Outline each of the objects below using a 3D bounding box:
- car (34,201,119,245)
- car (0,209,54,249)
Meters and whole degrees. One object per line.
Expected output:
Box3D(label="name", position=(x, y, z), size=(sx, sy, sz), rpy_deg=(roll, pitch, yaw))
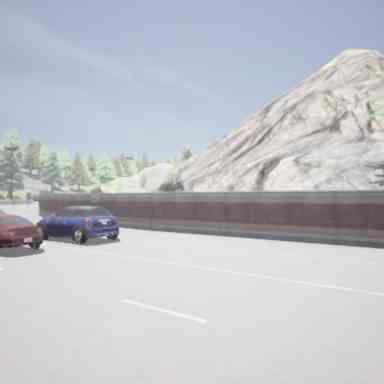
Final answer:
Box3D(label="car", position=(-5.777, 1.484, 16.597), size=(4.553, 1.767, 2.097), rpy_deg=(-1, -1, 36))
Box3D(label="car", position=(-8.046, 1.662, 13.927), size=(4.674, 1.442, 1.812), rpy_deg=(0, 0, 36))
